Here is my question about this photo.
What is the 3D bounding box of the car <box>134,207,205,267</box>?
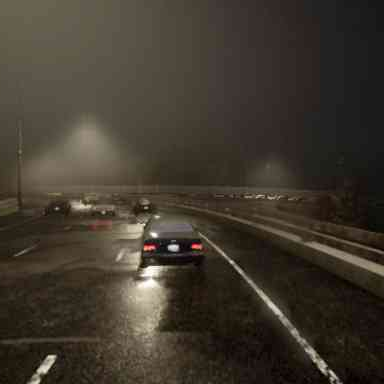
[{"bbox_3d":[-0.757,1.438,10.981,2.033,1.411,5.357,0,1,-6],"label":"car"}]

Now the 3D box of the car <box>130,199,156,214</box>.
[{"bbox_3d":[-4.374,1.278,29.709,1.994,1.385,4.181,0,1,-16],"label":"car"}]

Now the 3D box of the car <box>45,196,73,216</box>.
[{"bbox_3d":[-11.523,1.308,28.917,1.994,1.385,4.181,0,1,-16],"label":"car"}]

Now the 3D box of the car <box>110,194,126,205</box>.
[{"bbox_3d":[-10.516,1.073,46.365,1.837,1.490,4.892,0,1,-24],"label":"car"}]

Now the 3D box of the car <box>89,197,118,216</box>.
[{"bbox_3d":[-7.672,1.335,28.715,1.895,1.301,4.718,0,1,-16],"label":"car"}]

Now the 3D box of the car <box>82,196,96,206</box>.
[{"bbox_3d":[-13.784,1.189,45.161,1.895,1.301,4.718,0,1,-25],"label":"car"}]
